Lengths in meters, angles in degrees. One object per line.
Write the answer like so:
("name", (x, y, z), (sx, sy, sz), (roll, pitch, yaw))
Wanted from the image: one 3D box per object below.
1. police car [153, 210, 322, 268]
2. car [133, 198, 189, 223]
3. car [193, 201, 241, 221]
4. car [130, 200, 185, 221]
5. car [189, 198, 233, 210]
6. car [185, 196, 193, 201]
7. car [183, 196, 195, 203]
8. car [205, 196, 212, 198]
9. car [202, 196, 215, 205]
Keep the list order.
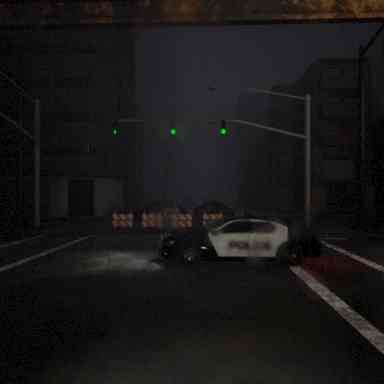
("police car", (1.441, 1.509, 10.827), (4.974, 1.542, 2.038), (0, 0, 2))
("car", (-2.444, 1.452, 24.586), (2.038, 1.542, 4.974), (0, 0, 27))
("car", (1.682, 1.294, 24.139), (1.853, 1.218, 4.536), (0, 0, -18))
("car", (-2.420, 1.294, 24.632), (1.853, 1.218, 4.536), (0, 0, 27))
("car", (1.698, 1.452, 24.090), (2.038, 1.542, 4.974), (0, 0, -18))
("car", (-0.500, 1.450, 59.345), (2.038, 1.542, 4.974), (0, 0, 2))
("car", (-0.498, 1.293, 59.396), (1.853, 1.218, 4.536), (0, 0, 2))
("car", (2.540, 1.451, 50.675), (2.038, 1.542, 4.974), (0, 0, 2))
("car", (2.542, 1.293, 50.727), (1.853, 1.218, 4.536), (0, 0, 2))
